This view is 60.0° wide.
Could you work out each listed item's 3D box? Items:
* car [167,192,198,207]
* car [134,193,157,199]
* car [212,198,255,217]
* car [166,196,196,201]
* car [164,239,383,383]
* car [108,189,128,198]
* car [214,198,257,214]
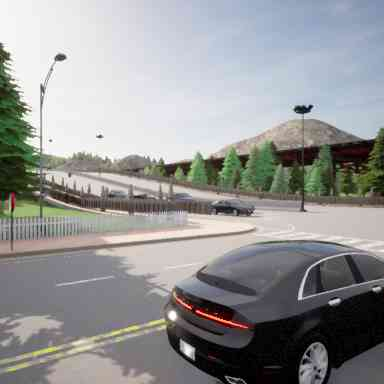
[{"bbox_3d":[-1.457,1.065,44.698,2.150,2.045,5.566,0,2,-36],"label":"car"},{"bbox_3d":[-7.358,0.900,52.512,1.895,1.301,4.718,0,4,-37],"label":"car"},{"bbox_3d":[3.767,1.503,32.029,1.837,1.490,4.892,0,0,-37],"label":"car"},{"bbox_3d":[-1.933,1.513,39.542,1.994,1.385,4.181,0,1,-37],"label":"car"},{"bbox_3d":[1.921,1.505,5.116,4.892,1.490,1.837,0,0,-35],"label":"car"},{"bbox_3d":[-11.411,0.483,52.091,2.097,1.767,4.553,0,5,-37],"label":"car"},{"bbox_3d":[4.709,1.497,36.576,1.837,1.490,4.892,0,0,-37],"label":"car"}]
